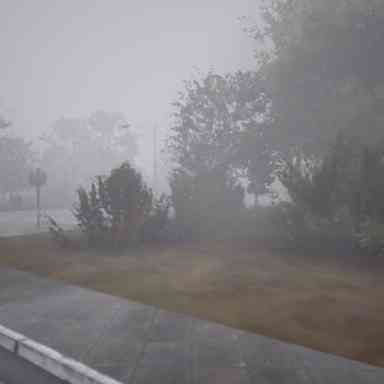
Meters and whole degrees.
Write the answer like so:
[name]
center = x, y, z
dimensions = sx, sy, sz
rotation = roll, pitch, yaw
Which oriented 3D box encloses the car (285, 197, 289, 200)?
[car]
center = 25.154, 1.512, 84.896
dimensions = 1.994, 1.385, 4.181
rotation = 0, 0, 32
